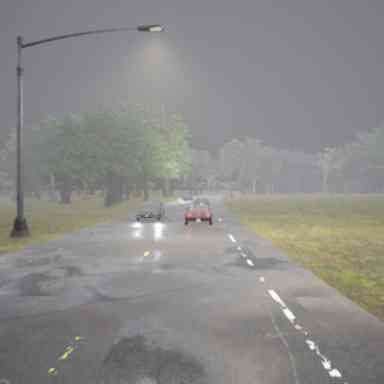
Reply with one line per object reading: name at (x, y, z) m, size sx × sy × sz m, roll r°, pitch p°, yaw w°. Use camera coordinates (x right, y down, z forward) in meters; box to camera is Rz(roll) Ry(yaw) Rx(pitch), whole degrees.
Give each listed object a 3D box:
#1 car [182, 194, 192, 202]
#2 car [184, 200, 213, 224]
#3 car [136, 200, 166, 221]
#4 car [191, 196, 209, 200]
car at (-0.860, 1.107, 65.394) m, size 2.033 × 1.411 × 5.357 m, roll 0°, pitch 1°, yaw 5°
car at (0.492, 1.535, 23.897) m, size 1.895 × 1.301 × 4.718 m, roll 0°, pitch 0°, yaw 2°
car at (-3.135, 1.423, 26.036) m, size 1.837 × 1.490 × 4.892 m, roll 0°, pitch 0°, yaw 2°
car at (1.264, 1.351, 42.535) m, size 1.994 × 1.385 × 4.181 m, roll 0°, pitch 0°, yaw 3°
